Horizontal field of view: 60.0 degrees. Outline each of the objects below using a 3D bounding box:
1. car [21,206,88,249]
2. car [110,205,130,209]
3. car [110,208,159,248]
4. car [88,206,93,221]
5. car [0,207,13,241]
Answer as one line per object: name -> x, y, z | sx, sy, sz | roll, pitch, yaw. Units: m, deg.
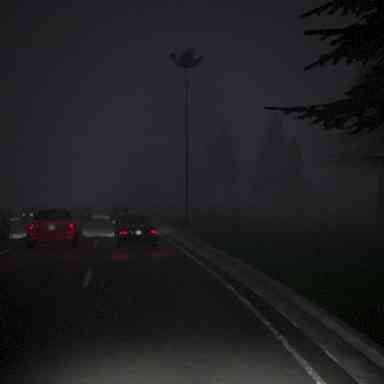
car -> -6.374, 1.533, 15.942 | 2.097, 1.767, 4.553 | 0, -1, -14
car -> -6.729, 1.907, 31.421 | 1.994, 1.385, 4.181 | 0, -1, -14
car -> -2.768, 1.721, 15.930 | 2.033, 1.411, 5.357 | 0, -1, -14
car -> -10.057, 1.940, 30.295 | 1.895, 1.301, 4.718 | 0, -1, -14
car -> -9.783, 1.689, 15.143 | 1.837, 1.490, 4.892 | 0, 0, -14
